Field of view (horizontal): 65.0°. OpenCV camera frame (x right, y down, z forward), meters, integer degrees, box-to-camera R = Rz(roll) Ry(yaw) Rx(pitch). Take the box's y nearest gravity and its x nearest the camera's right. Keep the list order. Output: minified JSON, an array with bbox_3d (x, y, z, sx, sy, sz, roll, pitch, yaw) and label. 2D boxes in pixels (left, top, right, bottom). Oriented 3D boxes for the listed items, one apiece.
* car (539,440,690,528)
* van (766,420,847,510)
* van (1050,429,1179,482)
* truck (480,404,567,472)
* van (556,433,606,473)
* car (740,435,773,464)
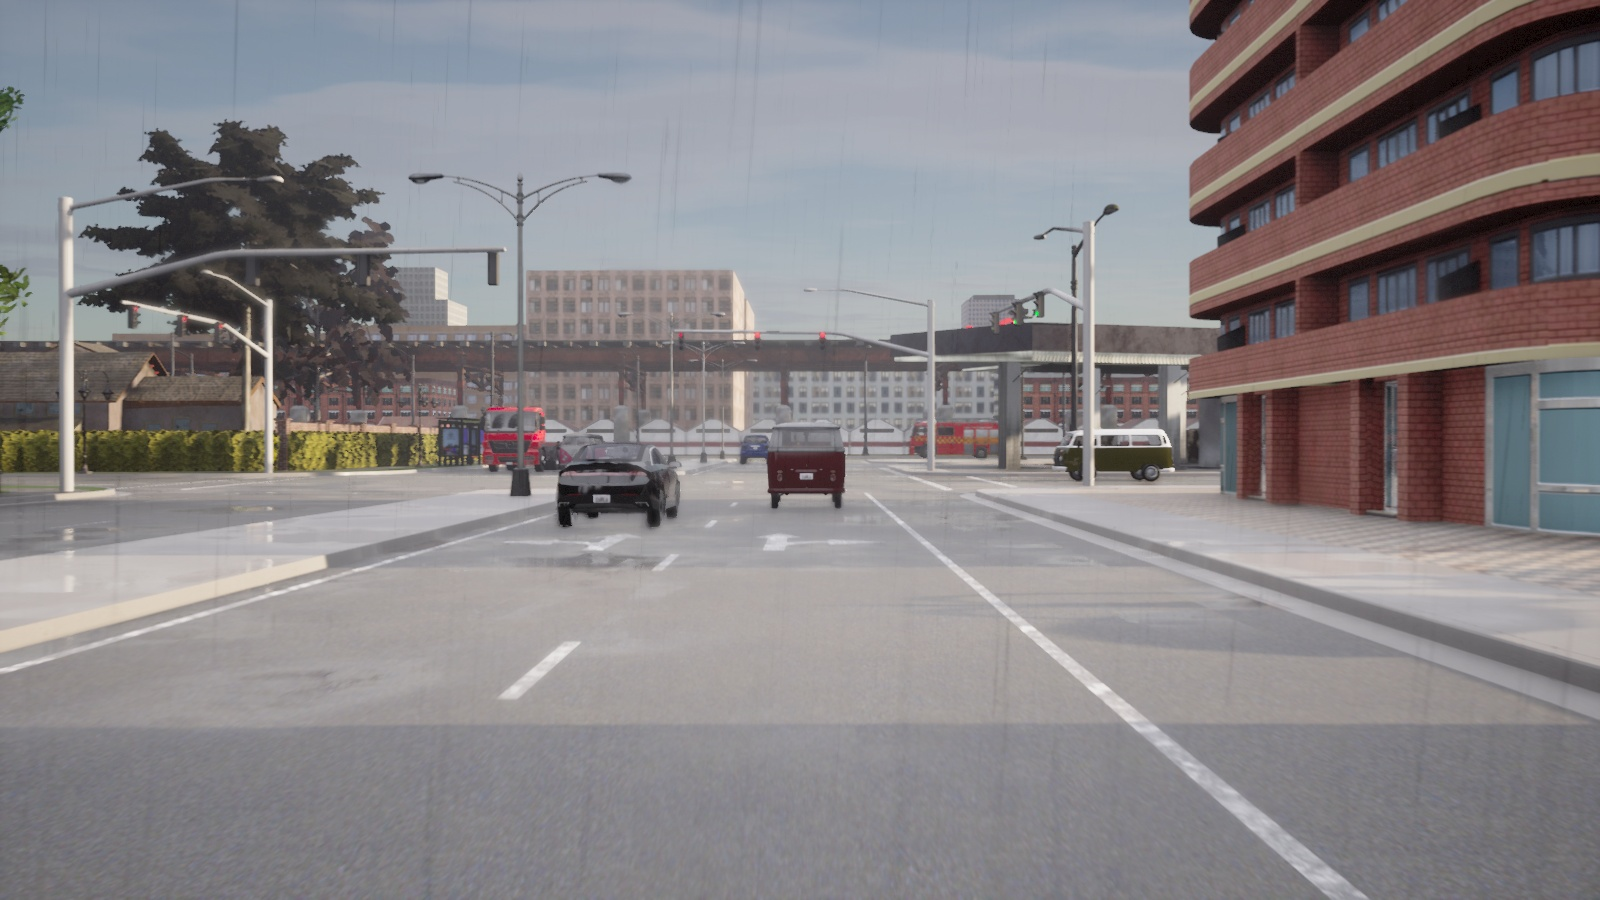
[{"bbox_3d":[-3.372,0.566,23.860,2.128,1.511,4.902,0,0,0],"label":"car"},{"bbox_3d":[0.157,0.327,30.008,1.775,1.987,4.442,0,0,0],"label":"van"},{"bbox_3d":[12.167,0.205,48.806,4.480,2.038,2.069,0,0,-1],"label":"van"},{"bbox_3d":[-14.711,-0.627,67.466,2.891,3.462,7.936,0,0,0],"label":"truck"},{"bbox_3d":[-11.180,0.127,64.476,1.775,1.987,4.442,0,0,0],"label":"van"},{"bbox_3d":[-3.062,-0.040,89.323,2.150,2.045,5.566,0,0,0],"label":"car"}]
